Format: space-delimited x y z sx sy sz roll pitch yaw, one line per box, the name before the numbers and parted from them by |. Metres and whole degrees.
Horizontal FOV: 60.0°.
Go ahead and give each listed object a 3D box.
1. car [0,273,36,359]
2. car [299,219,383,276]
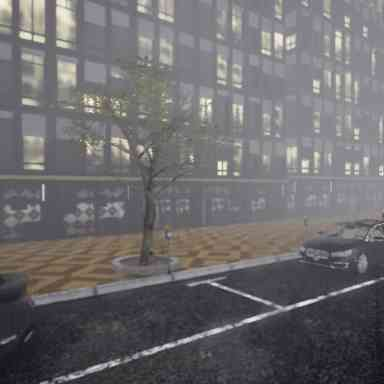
car | -4.132 1.551 3.621 4.403 1.369 2.008 0 -1 -36
car | 5.120 1.551 10.223 4.403 1.369 2.008 0 -1 -36
